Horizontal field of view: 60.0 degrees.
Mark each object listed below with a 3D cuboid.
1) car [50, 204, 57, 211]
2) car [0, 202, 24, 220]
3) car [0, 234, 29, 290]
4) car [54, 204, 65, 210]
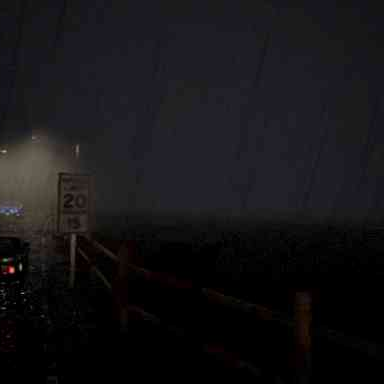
[{"bbox_3d":[-31.141,3.559,75.829,2.033,1.411,5.357,1,-2,-17],"label":"car"},{"bbox_3d":[-21.334,2.165,39.339,2.150,2.045,5.566,2,-2,-21],"label":"car"},{"bbox_3d":[-5.627,1.816,9.294,1.895,1.301,4.718,2,-2,-25],"label":"car"},{"bbox_3d":[-34.122,3.791,85.770,2.128,1.511,4.902,1,-2,-16],"label":"car"}]
